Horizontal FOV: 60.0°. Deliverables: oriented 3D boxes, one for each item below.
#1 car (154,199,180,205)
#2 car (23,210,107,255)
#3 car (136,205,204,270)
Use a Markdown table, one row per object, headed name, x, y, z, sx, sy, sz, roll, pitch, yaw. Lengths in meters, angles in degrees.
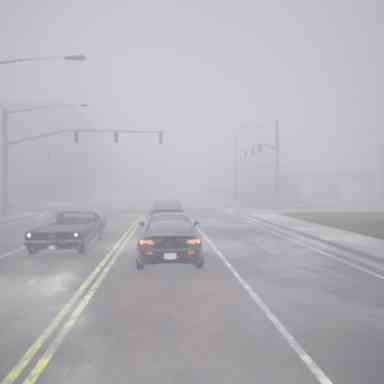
| name | x | y | z | sx | sy | sz | roll | pitch | yaw |
| --- | --- | --- | --- | --- | --- | --- | --- | --- | --- |
| car | -1.452 | 1.167 | 19.399 | 1.882 | 1.535 | 5.008 | 0 | 1 | -5 |
| car | -4.562 | 1.405 | 12.622 | 1.895 | 1.301 | 4.718 | 0 | 1 | -4 |
| car | -0.706 | 1.358 | 10.379 | 1.812 | 1.442 | 4.674 | 0 | 1 | -5 |
